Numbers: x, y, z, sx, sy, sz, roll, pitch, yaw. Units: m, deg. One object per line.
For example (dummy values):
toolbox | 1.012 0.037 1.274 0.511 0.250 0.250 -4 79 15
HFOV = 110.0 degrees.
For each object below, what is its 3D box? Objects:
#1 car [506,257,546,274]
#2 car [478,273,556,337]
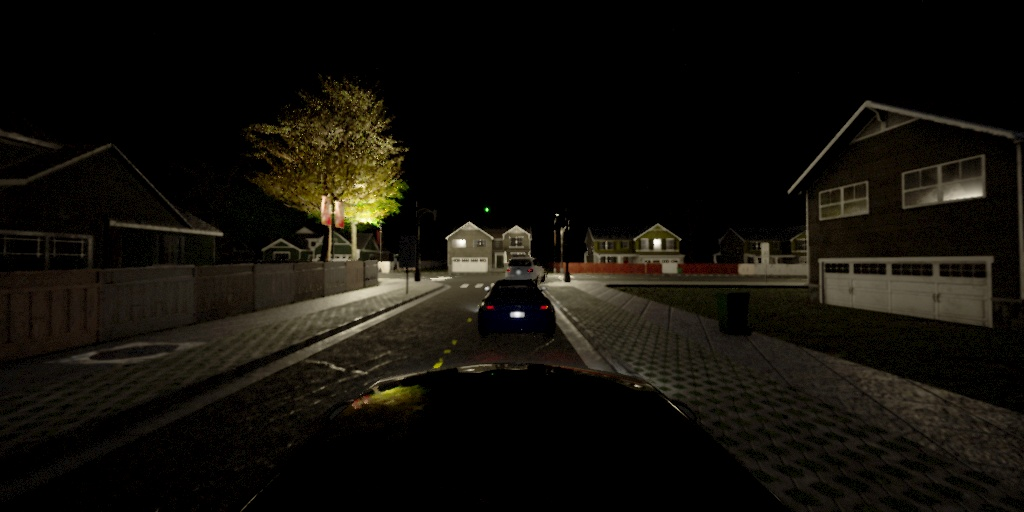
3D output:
car | 1.104 1.102 26.664 2.150 2.045 5.566 0 1 14
car | 0.105 1.372 10.509 1.994 1.385 4.181 0 0 -1
